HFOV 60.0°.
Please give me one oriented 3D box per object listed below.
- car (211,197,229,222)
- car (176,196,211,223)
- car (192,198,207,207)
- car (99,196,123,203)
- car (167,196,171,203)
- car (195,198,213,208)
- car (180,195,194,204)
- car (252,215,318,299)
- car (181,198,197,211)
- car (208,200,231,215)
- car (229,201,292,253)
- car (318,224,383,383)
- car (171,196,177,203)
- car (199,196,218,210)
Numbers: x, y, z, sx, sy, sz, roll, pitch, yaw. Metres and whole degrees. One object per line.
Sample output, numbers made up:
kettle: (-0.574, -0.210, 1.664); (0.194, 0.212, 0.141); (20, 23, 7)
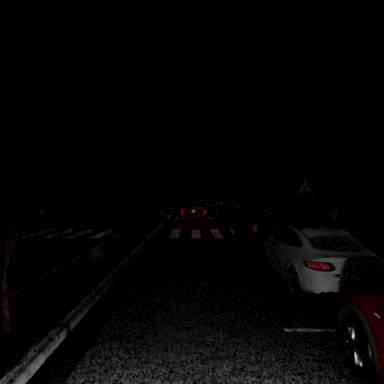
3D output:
car: (2.998, 1.528, 30.290); (2.231, 1.521, 4.892); (0, 0, 0)
car: (0.100, 1.381, 25.537); (2.097, 1.767, 4.553); (0, 0, 0)
car: (1.234, 1.779, 58.089); (2.002, 1.452, 4.674); (0, 0, -6)
car: (-22.055, 2.215, 92.098); (5.566, 2.045, 2.435); (0, -2, -15)
car: (-4.717, 2.361, 90.780); (2.002, 1.452, 4.674); (0, -2, -14)
car: (1.816, 1.726, 52.600); (2.163, 1.488, 4.792); (0, 0, -5)
car: (-1.228, 1.682, 74.574); (2.435, 2.045, 5.566); (0, -1, -10)
car: (3.000, 1.527, 8.336); (2.002, 1.452, 4.674); (0, 0, 0)
car: (-0.424, 1.619, 42.992); (1.882, 1.535, 5.008); (0, 0, -3)
car: (2.887, 1.606, 35.837); (2.002, 1.452, 4.674); (0, 0, -1)
car: (3.002, 1.367, 13.829); (2.185, 1.767, 4.553); (0, 0, 0)
car: (2.998, 1.356, 2.660); (2.185, 1.767, 4.553); (0, 0, 0)
car: (-3.448, 2.209, 85.386); (2.002, 1.452, 4.674); (0, -1, -12)
car: (2.310, 1.526, 46.895); (2.185, 1.767, 4.553); (0, 0, -4)
